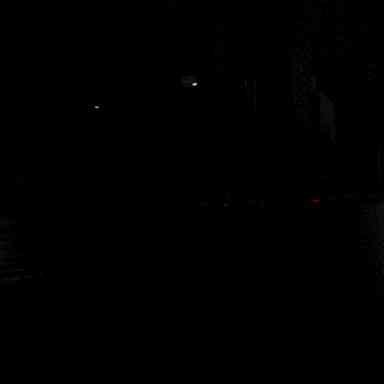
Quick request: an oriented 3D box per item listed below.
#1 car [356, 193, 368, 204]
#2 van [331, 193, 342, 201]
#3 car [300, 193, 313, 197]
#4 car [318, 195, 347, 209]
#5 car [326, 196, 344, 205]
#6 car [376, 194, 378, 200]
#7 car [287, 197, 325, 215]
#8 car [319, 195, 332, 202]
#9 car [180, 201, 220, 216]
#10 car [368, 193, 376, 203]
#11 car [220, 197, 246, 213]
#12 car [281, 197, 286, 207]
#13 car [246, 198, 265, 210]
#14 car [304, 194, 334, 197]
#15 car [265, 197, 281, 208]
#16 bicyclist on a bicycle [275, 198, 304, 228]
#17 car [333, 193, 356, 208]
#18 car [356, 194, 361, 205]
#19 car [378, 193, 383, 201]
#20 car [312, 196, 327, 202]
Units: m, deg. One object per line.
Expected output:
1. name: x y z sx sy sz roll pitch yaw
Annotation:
1. car: 26.892 1.117 54.632 2.192 1.841 5.009 0 0 35
2. van: 35.967 1.185 82.666 1.690 1.788 3.998 -1 0 35
3. car: 19.894 1.415 59.499 1.887 1.381 4.507 0 0 35
4. car: 17.249 1.377 40.734 1.887 1.381 4.507 0 0 35
5. car: 23.262 1.353 53.908 1.812 1.442 4.674 -1 0 35
6. car: 36.634 1.302 68.669 1.752 1.417 4.829 -1 0 35
7. car: 10.821 1.424 31.468 1.947 1.339 4.313 0 0 35
8. car: 29.539 1.426 73.398 1.802 1.307 4.206 0 0 35
9. car: 0.605 1.524 31.699 1.802 1.307 4.206 0 0 35
10. car: 33.322 1.099 63.898 2.192 1.841 5.009 0 0 35
11. car: 3.818 1.366 36.332 1.967 1.590 4.097 0 0 35
12. car: 13.464 1.455 50.232 1.947 1.339 4.313 0 0 35
13. car: 7.035 1.494 40.965 1.802 1.307 4.206 0 0 35
14. car: 17.399 1.336 45.456 2.128 1.511 4.902 -1 0 35
15. car: 10.152 1.425 45.458 1.752 1.417 4.829 0 0 35
16. bicyclist on a bicycle: 5.340 1.177 18.373 1.656 1.620 0.582 -1 0 35
17. car: 20.463 1.136 45.367 2.192 1.841 5.009 0 0 35
18. car: 23.679 1.377 49.999 1.947 1.339 4.313 0 0 35
19. car: 42.966 1.358 77.795 1.802 1.307 4.206 -1 0 35
20. car: 26.325 1.417 68.766 1.947 1.339 4.313 0 0 35
